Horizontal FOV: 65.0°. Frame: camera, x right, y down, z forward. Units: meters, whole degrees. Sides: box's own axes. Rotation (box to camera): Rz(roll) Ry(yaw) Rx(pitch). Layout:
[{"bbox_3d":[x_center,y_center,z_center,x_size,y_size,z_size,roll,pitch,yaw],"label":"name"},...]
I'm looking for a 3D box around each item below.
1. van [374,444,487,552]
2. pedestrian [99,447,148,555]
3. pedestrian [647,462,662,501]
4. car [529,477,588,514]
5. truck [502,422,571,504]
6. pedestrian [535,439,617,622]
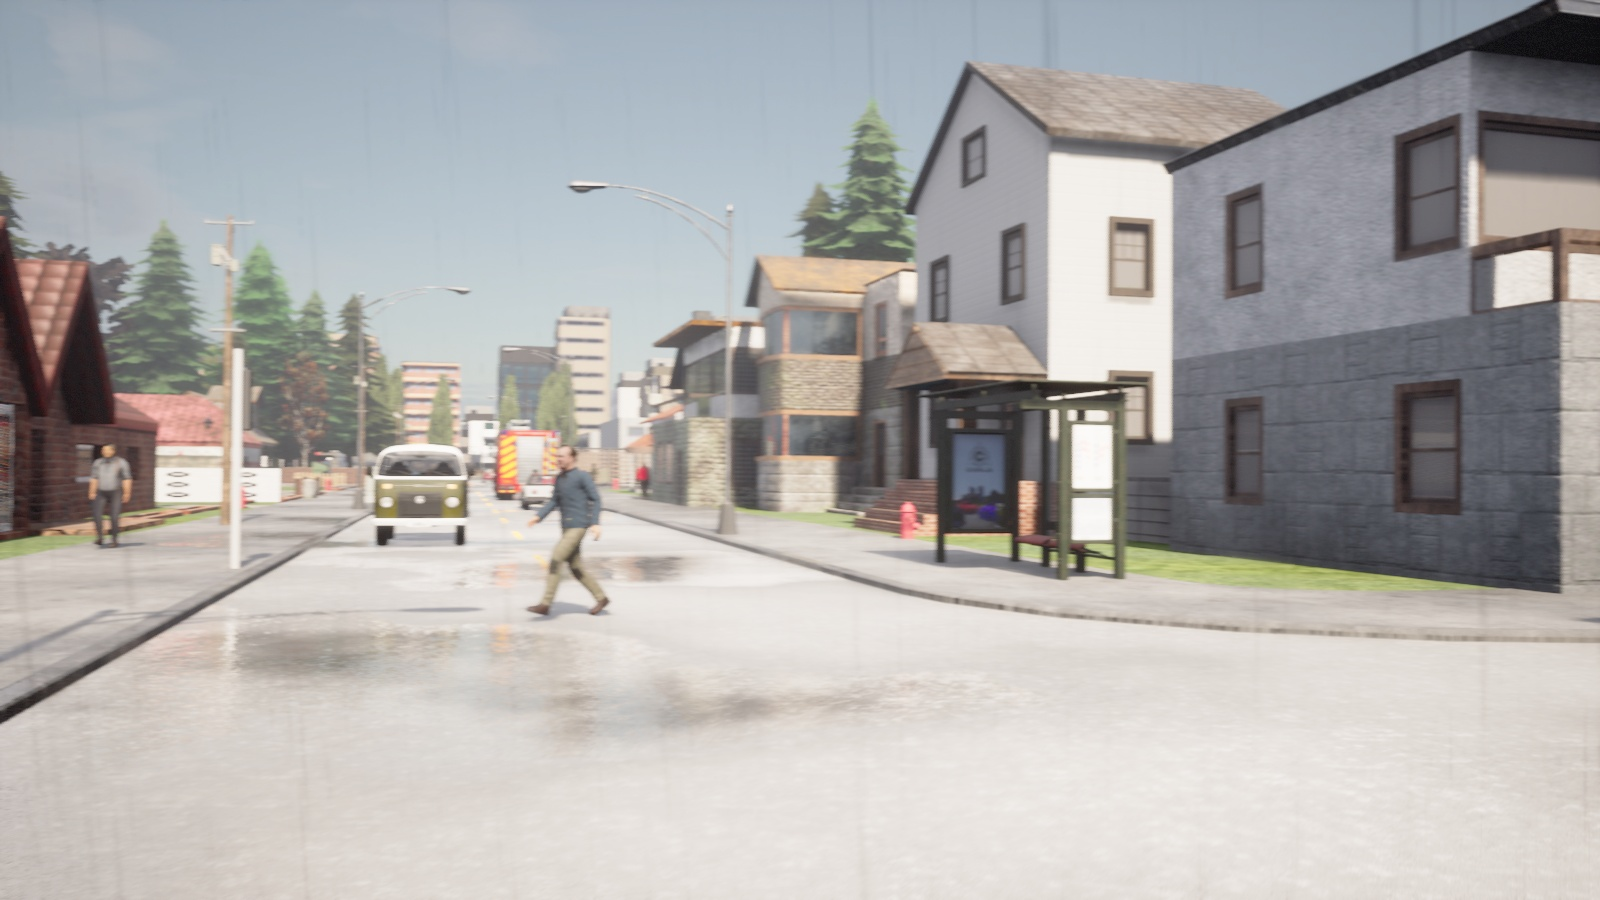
[{"bbox_3d":[-7.622,0.967,26.195,2.069,2.038,4.480,0,-1,-15],"label":"van"},{"bbox_3d":[-11.799,0.883,21.908,0.540,1.848,0.694,0,-1,-10],"label":"pedestrian"},{"bbox_3d":[-6.924,1.490,59.595,0.634,1.844,0.899,0,-1,-2],"label":"pedestrian"},{"bbox_3d":[-9.223,1.689,47.691,1.895,1.301,4.718,0,-1,-15],"label":"car"},{"bbox_3d":[-13.389,0.679,63.351,2.891,3.827,8.468,0,-1,-15],"label":"truck"},{"bbox_3d":[-2.321,0.815,13.034,0.726,1.842,0.402,1,-1,-39],"label":"pedestrian"}]
